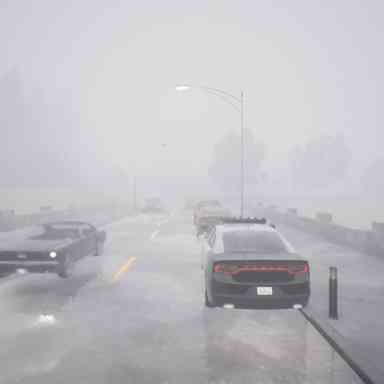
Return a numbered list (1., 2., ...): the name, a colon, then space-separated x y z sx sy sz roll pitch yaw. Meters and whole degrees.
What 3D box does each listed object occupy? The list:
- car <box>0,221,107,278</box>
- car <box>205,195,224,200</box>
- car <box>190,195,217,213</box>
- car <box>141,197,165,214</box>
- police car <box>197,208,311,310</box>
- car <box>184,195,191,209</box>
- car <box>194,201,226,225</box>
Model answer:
1. car: -4.101 1.601 10.225 1.895 1.301 4.718 0 0 0
2. car: 6.310 1.456 93.406 5.357 1.415 2.033 0 0 -40
3. car: 1.146 1.300 23.929 2.097 1.767 4.553 -3 0 0
4. car: -4.101 1.352 35.497 2.097 1.767 4.553 0 0 0
5. police car: 1.200 1.425 8.069 1.930 1.638 5.238 0 0 0
6. car: 0.012 1.492 44.786 2.128 1.511 4.902 0 0 1
7. car: 1.199 1.478 17.959 1.882 1.535 5.008 0 0 0
